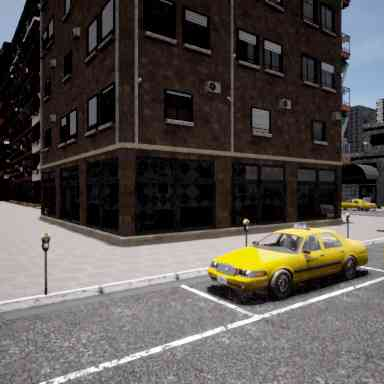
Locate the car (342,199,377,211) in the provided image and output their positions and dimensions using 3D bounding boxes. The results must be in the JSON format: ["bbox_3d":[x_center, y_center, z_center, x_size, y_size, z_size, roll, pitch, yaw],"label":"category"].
[{"bbox_3d":[19.270,1.469,39.636,1.752,1.417,4.829,0,0,-35],"label":"car"}]

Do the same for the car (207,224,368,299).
[{"bbox_3d":[2.594,1.525,8.416,4.829,1.417,1.752,0,0,-36],"label":"car"}]
